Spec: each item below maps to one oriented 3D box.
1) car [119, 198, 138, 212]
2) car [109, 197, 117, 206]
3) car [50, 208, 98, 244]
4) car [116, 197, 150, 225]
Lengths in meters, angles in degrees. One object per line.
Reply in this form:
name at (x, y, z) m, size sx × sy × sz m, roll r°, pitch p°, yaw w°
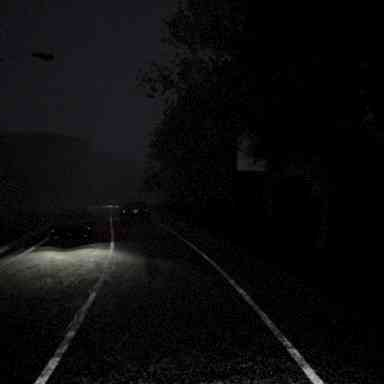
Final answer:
car at (-8.047, 1.573, 42.470) m, size 2.128 × 1.511 × 4.902 m, roll -1°, pitch 0°, yaw -9°
car at (-12.967, 1.589, 57.483) m, size 1.812 × 1.442 × 4.674 m, roll 0°, pitch 0°, yaw -2°
car at (-5.867, 1.585, 16.880) m, size 1.882 × 1.535 × 5.008 m, roll -1°, pitch 0°, yaw -13°
car at (-4.445, 1.405, 25.411) m, size 2.097 × 1.767 × 4.553 m, roll -2°, pitch 0°, yaw -13°
